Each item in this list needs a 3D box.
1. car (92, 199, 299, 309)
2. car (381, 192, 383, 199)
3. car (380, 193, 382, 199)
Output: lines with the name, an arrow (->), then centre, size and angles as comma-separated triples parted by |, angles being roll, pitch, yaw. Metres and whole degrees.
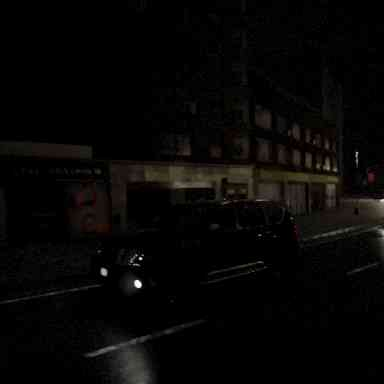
car -> 0.412, 1.223, 8.312 | 5.566, 2.045, 2.150 | 0, 0, -39
car -> 40.165, 1.160, 67.471 | 1.837, 1.490, 4.892 | -1, 0, 27
car -> 46.735, 0.855, 80.634 | 2.128, 1.511, 4.902 | -1, 0, 27
